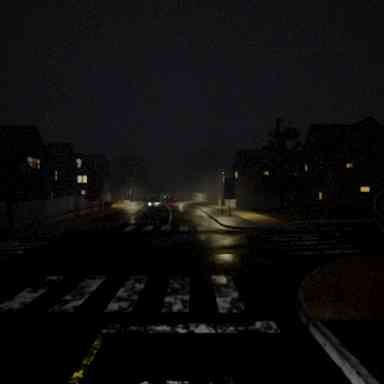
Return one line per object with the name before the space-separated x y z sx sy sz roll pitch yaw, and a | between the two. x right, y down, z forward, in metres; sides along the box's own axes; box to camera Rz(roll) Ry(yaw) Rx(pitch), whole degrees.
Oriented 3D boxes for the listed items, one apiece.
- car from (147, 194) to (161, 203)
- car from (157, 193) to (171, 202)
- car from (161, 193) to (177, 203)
car | -7.203 1.206 60.823 1.994 1.385 4.181 0 0 -10
car | -5.667 1.003 67.050 2.097 1.767 4.553 0 0 -12
car | -3.748 1.244 57.202 1.895 1.301 4.718 0 0 -10
